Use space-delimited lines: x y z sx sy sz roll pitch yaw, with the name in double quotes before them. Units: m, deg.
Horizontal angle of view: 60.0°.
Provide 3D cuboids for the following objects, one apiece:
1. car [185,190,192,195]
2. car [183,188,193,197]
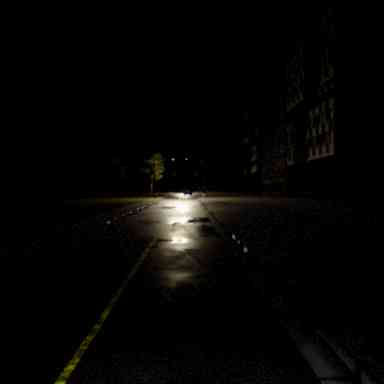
"car" -1.109 0.188 94.975 1.895 1.301 4.718 0 1 -1
"car" -0.987 0.123 84.553 2.150 2.045 5.566 0 1 -1
